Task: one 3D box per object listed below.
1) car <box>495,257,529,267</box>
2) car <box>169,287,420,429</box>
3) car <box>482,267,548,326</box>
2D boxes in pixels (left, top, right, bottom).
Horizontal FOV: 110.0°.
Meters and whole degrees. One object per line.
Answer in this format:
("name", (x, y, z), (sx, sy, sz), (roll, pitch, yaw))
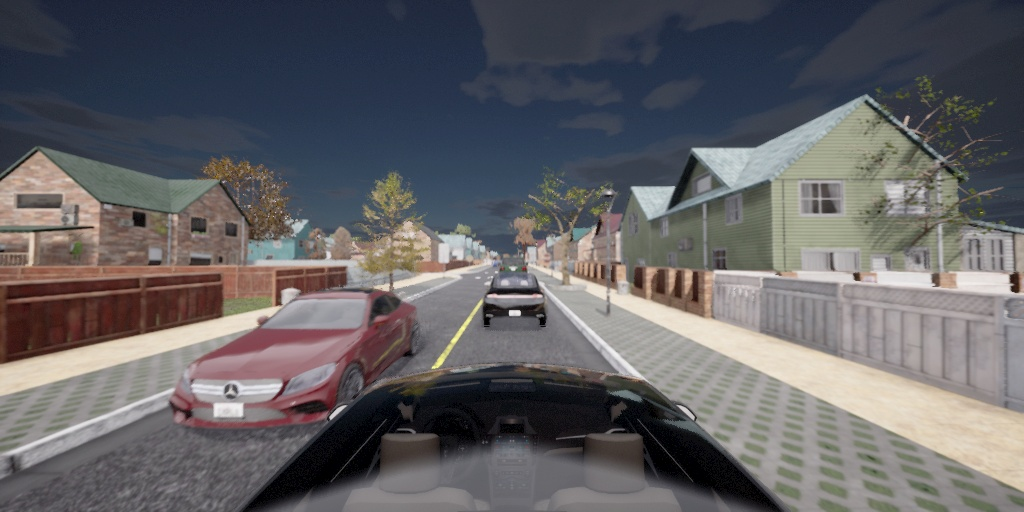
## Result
("car", (0.099, 1.065, 27.831), (2.150, 2.045, 5.566), (0, 0, 0))
("car", (-2.834, 1.288, 5.907), (1.812, 1.442, 4.674), (0, 0, 0))
("car", (0.086, 1.273, 11.731), (2.128, 1.511, 4.902), (0, 0, 0))
